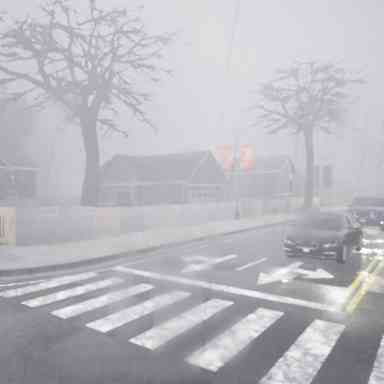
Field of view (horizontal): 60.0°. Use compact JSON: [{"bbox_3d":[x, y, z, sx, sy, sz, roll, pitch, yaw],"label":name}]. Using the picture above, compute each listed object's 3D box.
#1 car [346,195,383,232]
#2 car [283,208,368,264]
[{"bbox_3d":[11.160,1.250,20.835,2.150,2.045,5.566,-1,0,36],"label":"car"},{"bbox_3d":[4.917,1.533,12.184,1.837,1.490,4.892,-1,0,36],"label":"car"}]
